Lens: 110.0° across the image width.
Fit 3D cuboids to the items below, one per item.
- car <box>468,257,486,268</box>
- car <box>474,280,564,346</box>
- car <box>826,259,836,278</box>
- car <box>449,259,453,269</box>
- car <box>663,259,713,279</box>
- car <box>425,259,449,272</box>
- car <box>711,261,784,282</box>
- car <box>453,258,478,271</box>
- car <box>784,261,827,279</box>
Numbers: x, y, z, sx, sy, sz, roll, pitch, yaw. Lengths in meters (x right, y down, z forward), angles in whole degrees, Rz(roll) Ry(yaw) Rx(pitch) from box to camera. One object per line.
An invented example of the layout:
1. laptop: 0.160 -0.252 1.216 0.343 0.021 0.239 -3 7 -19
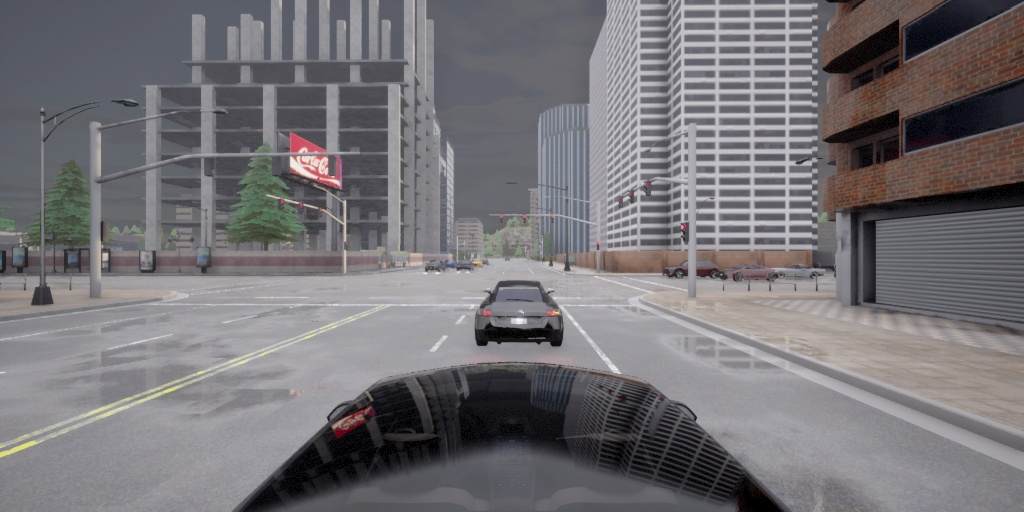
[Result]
1. car: -6.077 1.227 60.492 1.882 1.535 5.008 0 0 1
2. car: 0.187 1.314 9.399 1.994 1.385 4.181 0 0 1
3. car: 28.675 1.228 28.640 5.008 1.535 1.882 0 0 1
4. car: -9.673 1.227 55.706 1.882 1.535 5.008 0 0 1
5. car: 16.063 1.102 32.310 4.553 1.767 2.097 0 0 1
6. car: -9.846 1.255 46.212 1.837 1.490 4.892 0 0 1
7. car: 18.789 1.314 28.776 4.181 1.385 1.994 0 0 1
8. car: -6.297 1.297 49.096 2.033 1.411 5.357 0 0 1
9. car: 25.056 1.351 32.195 4.718 1.301 1.895 0 0 1
